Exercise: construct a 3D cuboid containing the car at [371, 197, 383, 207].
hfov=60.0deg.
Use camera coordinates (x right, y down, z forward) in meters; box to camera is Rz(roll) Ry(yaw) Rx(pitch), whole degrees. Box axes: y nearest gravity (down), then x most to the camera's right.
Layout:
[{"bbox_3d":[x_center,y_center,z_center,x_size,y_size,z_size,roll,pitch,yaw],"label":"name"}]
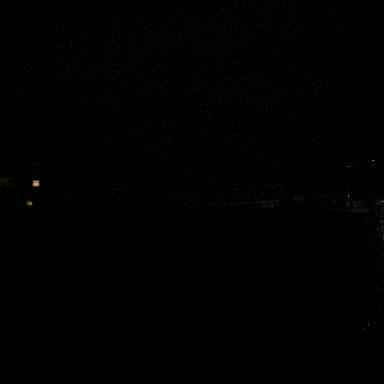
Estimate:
[{"bbox_3d":[38.192,2.036,68.170,2.150,2.045,5.566,-1,-1,30],"label":"car"}]
